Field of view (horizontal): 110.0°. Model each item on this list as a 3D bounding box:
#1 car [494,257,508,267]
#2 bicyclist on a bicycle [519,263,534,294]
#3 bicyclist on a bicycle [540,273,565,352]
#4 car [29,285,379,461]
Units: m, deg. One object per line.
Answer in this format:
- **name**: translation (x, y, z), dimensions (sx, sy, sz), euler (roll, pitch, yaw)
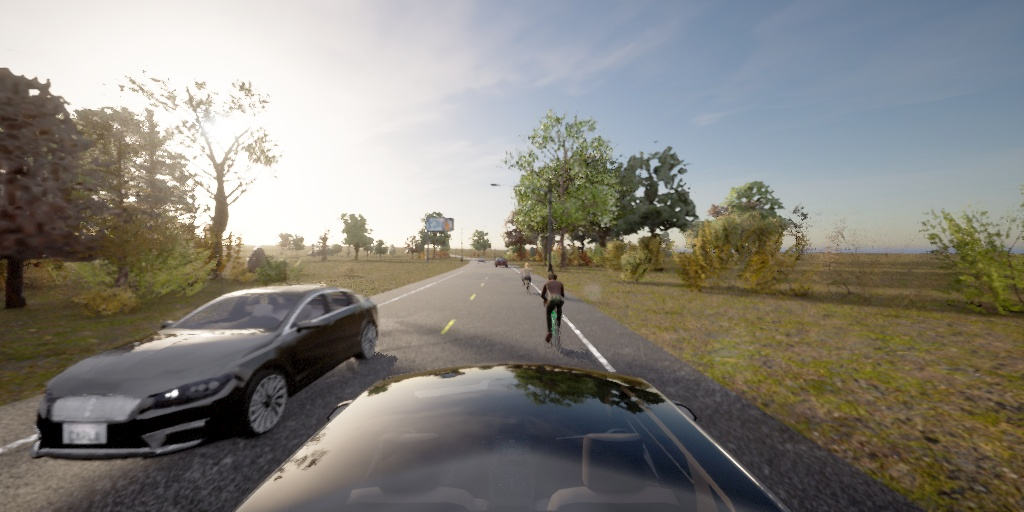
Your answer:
- **car**: translation (-1.879, 1.038, 62.803), dimensions (2.097, 1.767, 4.553), euler (0, 0, -3)
- **bicyclist on a bicycle**: translation (0.784, 1.176, 19.180), dimensions (0.866, 1.612, 1.509), euler (0, 0, -1)
- **bicyclist on a bicycle**: translation (0.922, 1.200, 7.976), dimensions (0.582, 1.620, 1.656), euler (0, 0, 0)
- **car**: translation (-3.627, 1.241, 5.485), dimensions (2.128, 1.511, 4.902), euler (0, 0, 0)
